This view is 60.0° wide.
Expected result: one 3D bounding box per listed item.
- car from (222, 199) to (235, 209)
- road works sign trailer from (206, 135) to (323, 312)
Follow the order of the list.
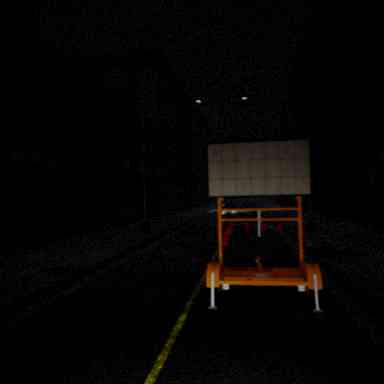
[{"bbox_3d":[5.969,1.930,53.727,1.882,1.535,5.008,-2,-1,9],"label":"car"},{"bbox_3d":[1.576,0.519,7.868,2.380,3.560,2.880,-2,-1,9],"label":"road works sign trailer"}]
